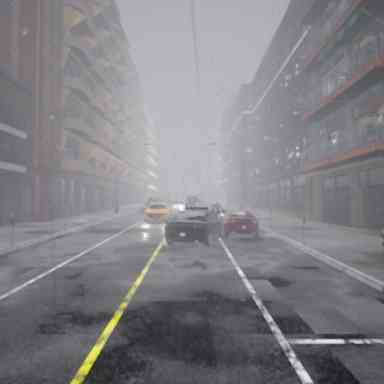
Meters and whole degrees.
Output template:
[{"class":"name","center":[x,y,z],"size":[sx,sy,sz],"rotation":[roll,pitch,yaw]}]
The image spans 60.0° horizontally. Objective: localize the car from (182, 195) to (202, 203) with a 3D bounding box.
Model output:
[{"class":"car","center":[0.042,1.531,51.171],"size":[2.150,2.045,5.566],"rotation":[0,0,0]}]

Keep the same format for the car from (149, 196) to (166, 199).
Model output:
[{"class":"car","center":[-5.252,1.592,46.479],"size":[2.192,1.841,5.009],"rotation":[2,0,0]}]

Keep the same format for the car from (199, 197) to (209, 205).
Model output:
[{"class":"car","center":[2.654,1.932,74.061],"size":[1.967,1.590,4.097],"rotation":[1,0,0]}]

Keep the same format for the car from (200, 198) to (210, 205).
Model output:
[{"class":"car","center":[2.640,1.990,68.529],"size":[1.887,1.381,4.507],"rotation":[1,0,0]}]

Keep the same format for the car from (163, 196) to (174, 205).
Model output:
[{"class":"car","center":[-5.230,1.807,74.129],"size":[2.192,1.841,5.009],"rotation":[1,0,0]}]

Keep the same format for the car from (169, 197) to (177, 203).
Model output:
[{"class":"car","center":[-5.223,2.205,90.719],"size":[1.947,1.339,4.313],"rotation":[1,-1,0]}]

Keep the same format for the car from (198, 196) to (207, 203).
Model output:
[{"class":"car","center":[2.624,1.903,85.124],"size":[2.192,1.841,5.009],"rotation":[1,-1,0]}]

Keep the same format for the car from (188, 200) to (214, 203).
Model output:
[{"class":"car","center":[0.845,1.615,25.424],"size":[1.882,1.535,5.008],"rotation":[0,0,0]}]

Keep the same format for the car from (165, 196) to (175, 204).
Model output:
[{"class":"car","center":[-5.226,1.855,79.659],"size":[2.192,1.841,5.009],"rotation":[1,0,0]}]

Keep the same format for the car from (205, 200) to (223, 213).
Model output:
[{"class":"car","center":[2.617,1.783,40.876],"size":[1.887,1.381,4.507],"rotation":[1,0,0]}]

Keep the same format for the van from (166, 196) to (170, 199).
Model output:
[{"class":"van","center":[-5.244,1.698,57.537],"size":[1.690,1.788,3.998],"rotation":[2,0,0]}]

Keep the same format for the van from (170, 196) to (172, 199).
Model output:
[{"class":"van","center":[-5.240,1.742,63.069],"size":[1.690,1.788,3.998],"rotation":[1,0,0]}]

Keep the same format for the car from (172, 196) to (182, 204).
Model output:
[{"class":"car","center":[-2.695,1.963,68.361],"size":[2.128,1.511,4.902],"rotation":[0,0,0]}]

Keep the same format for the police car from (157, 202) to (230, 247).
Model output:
[{"class":"police car","center":[0.288,1.506,15.806],"size":[1.930,1.638,5.238],"rotation":[0,0,15]}]

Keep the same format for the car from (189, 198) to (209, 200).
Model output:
[{"class":"car","center":[0.851,1.631,31.618],"size":[1.801,1.575,5.366],"rotation":[0,0,0]}]

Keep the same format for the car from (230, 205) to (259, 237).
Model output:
[{"class":"car","center":[2.599,1.643,18.754],"size":[1.887,1.381,4.507],"rotation":[1,0,0]}]

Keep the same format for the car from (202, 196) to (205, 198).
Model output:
[{"class":"car","center":[2.636,1.944,62.999],"size":[1.887,1.381,4.507],"rotation":[1,0,0]}]

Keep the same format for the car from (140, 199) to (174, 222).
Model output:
[{"class":"car","center":[-2.827,1.630,27.924],"size":[1.882,1.535,5.008],"rotation":[0,0,0]}]
